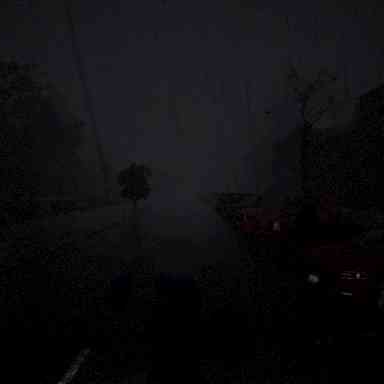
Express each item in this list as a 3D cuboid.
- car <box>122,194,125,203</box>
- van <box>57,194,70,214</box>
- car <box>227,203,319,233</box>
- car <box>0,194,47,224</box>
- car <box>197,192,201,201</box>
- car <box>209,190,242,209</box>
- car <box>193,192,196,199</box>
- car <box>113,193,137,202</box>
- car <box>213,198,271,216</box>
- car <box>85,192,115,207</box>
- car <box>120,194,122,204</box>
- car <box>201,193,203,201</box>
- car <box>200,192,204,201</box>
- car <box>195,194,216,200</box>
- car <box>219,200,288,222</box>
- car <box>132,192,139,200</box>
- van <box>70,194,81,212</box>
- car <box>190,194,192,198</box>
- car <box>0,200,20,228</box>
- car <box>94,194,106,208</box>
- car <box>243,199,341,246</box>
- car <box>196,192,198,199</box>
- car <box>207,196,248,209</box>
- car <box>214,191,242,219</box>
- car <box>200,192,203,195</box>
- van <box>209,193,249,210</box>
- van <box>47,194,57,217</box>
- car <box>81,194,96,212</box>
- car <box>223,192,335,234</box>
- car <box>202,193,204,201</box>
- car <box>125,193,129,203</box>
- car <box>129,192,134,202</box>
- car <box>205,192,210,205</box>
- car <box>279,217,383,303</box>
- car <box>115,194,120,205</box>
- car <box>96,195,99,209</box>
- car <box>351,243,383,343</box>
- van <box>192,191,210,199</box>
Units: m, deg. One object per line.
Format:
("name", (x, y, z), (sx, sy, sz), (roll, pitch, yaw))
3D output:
("car", (-13.654, 1.181, 53.097), (4.553, 1.767, 2.185), (-1, 1, -21))
("van", (-13.392, 1.173, 29.341), (4.442, 1.987, 1.878), (-1, 0, -20))
("car", (4.705, 1.450, 19.460), (4.792, 1.488, 2.163), (1, 1, -20))
("car", (-13.498, 1.174, 23.332), (5.566, 2.045, 2.435), (-1, 1, -20))
("car", (4.257, 1.229, 64.646), (5.008, 1.535, 2.097), (1, 0, -22))
("car", (4.722, 1.132, 28.504), (5.566, 2.045, 2.435), (1, 0, -20))
("car", (3.848, 0.937, 73.681), (5.566, 2.045, 2.435), (1, 0, -23))
("car", (-14.309, 1.115, 70.846), (4.553, 1.767, 2.185), (-1, 0, -23))
("car", (4.685, 1.371, 31.494), (5.008, 1.535, 2.097), (1, 1, -20))
("car", (-13.606, 1.091, 44.165), (5.566, 2.045, 2.435), (-1, 1, -20))
("car", (-13.630, 1.320, 50.120), (4.892, 1.521, 2.231), (-1, 1, -21))
("car", (4.555, 1.282, 52.564), (5.008, 1.535, 2.097), (1, 1, -21))
("car", (4.485, 1.270, 55.582), (4.892, 1.521, 2.231), (1, 0, -21))
("car", (3.315, 1.189, 82.744), (4.674, 1.452, 2.002), (1, 1, -24))
("car", (4.680, 1.425, 25.472), (4.792, 1.488, 2.163), (1, 1, -20))
("car", (-14.127, 1.250, 67.896), (5.008, 1.535, 2.097), (-1, 1, -22))
("van", (-13.409, 1.162, 32.319), (4.442, 1.987, 1.878), (-1, 0, -20))
("car", (2.859, 1.124, 88.769), (4.892, 1.521, 2.231), (1, 0, -25))
("car", (-13.457, 1.476, 20.371), (4.674, 1.452, 2.002), (-1, 0, -20))
("car", (-13.533, 1.383, 41.218), (4.792, 1.488, 2.163), (-1, 0, -20))
("car", (4.717, 1.320, 13.453), (4.553, 1.767, 2.185), (1, 0, -20))
("car", (4.025, 1.202, 70.679), (5.008, 1.535, 2.097), (1, 0, -23))
("car", (4.654, 1.351, 43.538), (4.792, 1.488, 2.163), (1, 0, -20))
("car", (4.698, 1.156, 22.463), (5.566, 2.045, 2.435), (1, 1, -20))
("car", (4.412, 1.130, 58.600), (4.553, 1.767, 2.185), (1, 0, -22))
("van", (4.539, 1.107, 40.467), (4.442, 1.987, 1.878), (1, 1, -20))
("van", (-13.376, 1.185, 26.363), (4.442, 1.987, 1.878), (-1, 0, -20))
("car", (-13.354, 1.372, 35.318), (5.366, 1.575, 1.946), (-1, 0, -20))
("car", (4.720, 1.182, 16.449), (5.566, 2.045, 2.435), (1, 1, -20))
("car", (4.753, 1.295, 49.622), (5.366, 1.575, 1.946), (1, 0, -21))
("car", (-13.731, 1.296, 56.053), (5.008, 1.535, 2.097), (-1, 1, -21))
("car", (-13.932, 1.303, 61.960), (4.792, 1.488, 2.163), (-1, 1, -22))
("car", (4.697, 1.108, 34.512), (5.566, 2.045, 2.435), (1, 0, -20))
("car", (4.756, 1.471, 7.435), (5.008, 1.535, 2.097), (1, 1, -20))
("car", (-13.431, 1.325, 47.220), (5.366, 1.575, 1.946), (-1, 0, -20))
("car", (-13.569, 1.395, 38.214), (4.792, 1.488, 2.163), (-1, 1, -20))
("car", (4.752, 1.520, 4.410), (4.674, 1.452, 2.002), (1, 1, -20))
("van", (2.494, 0.882, 91.726), (4.442, 1.987, 1.878), (1, 0, -25))
